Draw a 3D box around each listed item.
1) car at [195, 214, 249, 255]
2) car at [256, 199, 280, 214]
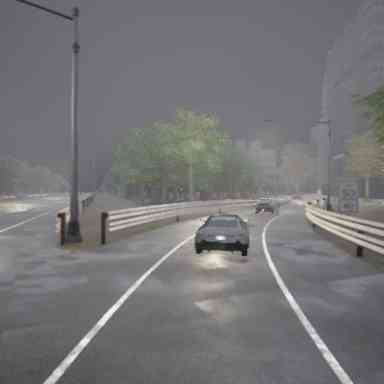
[{"bbox_3d":[1.325,1.574,13.553,1.994,1.385,4.181,0,0,9],"label":"car"},{"bbox_3d":[8.084,1.533,35.168,1.837,1.490,4.892,0,0,25],"label":"car"}]
